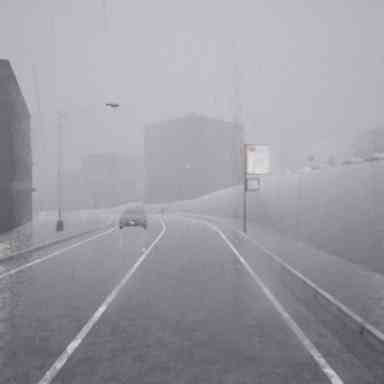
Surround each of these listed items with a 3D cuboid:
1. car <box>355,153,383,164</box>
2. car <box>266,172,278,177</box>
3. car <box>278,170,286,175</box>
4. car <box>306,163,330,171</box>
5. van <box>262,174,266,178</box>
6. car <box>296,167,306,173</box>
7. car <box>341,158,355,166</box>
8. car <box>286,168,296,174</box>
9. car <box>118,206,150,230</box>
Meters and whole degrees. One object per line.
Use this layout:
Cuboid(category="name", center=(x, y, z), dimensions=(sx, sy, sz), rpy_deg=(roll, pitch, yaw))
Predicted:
Cuboid(category="car", center=(21.796, -3.767, 38.965), dimensions=(2.231, 1.521, 4.892), rpy_deg=(0, 0, -1))
Cuboid(category="car", center=(20.785, -3.984, 83.121), dimensions=(2.231, 1.521, 4.892), rpy_deg=(0, 0, -1))
Cuboid(category="car", center=(21.036, -4.074, 72.106), dimensions=(2.185, 1.767, 4.553), rpy_deg=(0, 0, -1))
Cuboid(category="car", center=(21.414, -3.994, 55.421), dimensions=(2.185, 1.767, 4.553), rpy_deg=(0, 0, -1))
Cuboid(category="van", center=(20.663, -4.221, 88.517), dimensions=(1.878, 1.987, 4.442), rpy_deg=(0, 0, -1))
Cuboid(category="car", center=(21.290, -3.856, 60.913), dimensions=(2.002, 1.452, 4.674), rpy_deg=(0, 0, -1))
Cuboid(category="car", center=(21.662, -3.809, 44.483), dimensions=(2.231, 1.521, 4.892), rpy_deg=(0, 0, -1))
Cuboid(category="car", center=(21.161, -4.050, 66.587), dimensions=(2.185, 1.767, 4.553), rpy_deg=(0, 0, -1))
Cuboid(category="car", center=(-4.081, 1.821, 23.871), dimensions=(1.837, 1.490, 4.892), rpy_deg=(0, -1, -5))
